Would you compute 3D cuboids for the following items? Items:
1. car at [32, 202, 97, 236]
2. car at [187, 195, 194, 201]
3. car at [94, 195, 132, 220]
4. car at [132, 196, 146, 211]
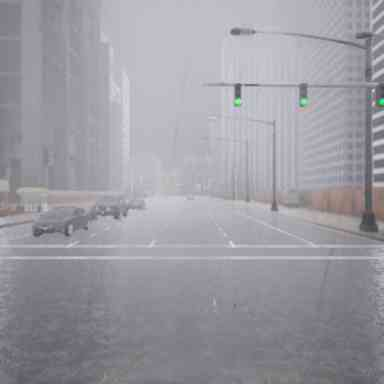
[{"bbox_3d":[-7.105,1.547,18.594,1.837,1.490,4.892,0,0,1],"label":"car"},{"bbox_3d":[-0.361,1.733,93.684,2.033,1.411,5.357,0,0,-1],"label":"car"},{"bbox_3d":[-7.089,1.289,29.067,2.150,2.045,5.566,0,0,0],"label":"car"},{"bbox_3d":[-7.065,1.600,42.846,1.837,1.490,4.892,0,0,0],"label":"car"}]
